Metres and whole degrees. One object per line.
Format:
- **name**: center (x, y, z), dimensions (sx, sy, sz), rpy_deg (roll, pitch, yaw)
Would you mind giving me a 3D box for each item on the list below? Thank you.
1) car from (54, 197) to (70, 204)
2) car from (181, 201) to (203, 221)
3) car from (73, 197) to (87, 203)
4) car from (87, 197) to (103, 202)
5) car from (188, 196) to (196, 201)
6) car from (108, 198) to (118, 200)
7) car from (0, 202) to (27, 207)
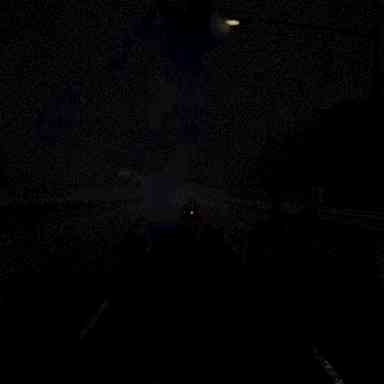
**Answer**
- **car**: center (-28.038, 1.878, 71.893), dimensions (1.812, 1.442, 4.674), rpy_deg (0, 0, 0)
- **car**: center (-0.016, 1.763, 29.697), dimensions (2.033, 1.411, 5.357), rpy_deg (0, -1, 0)
- **car**: center (-24.539, 1.890, 73.288), dimensions (2.033, 1.411, 5.357), rpy_deg (0, 0, 0)
- **car**: center (-21.039, 1.875, 73.290), dimensions (1.812, 1.442, 4.674), rpy_deg (0, 0, 0)
- **car**: center (-0.031, 1.955, 57.735), dimensions (1.837, 1.490, 4.892), rpy_deg (0, 0, 0)
- **car**: center (-17.539, 1.904, 73.292), dimensions (1.994, 1.385, 4.181), rpy_deg (0, 0, 0)
- **car**: center (-17.585, 1.735, 32.547), dimensions (2.128, 1.511, 4.902), rpy_deg (0, -1, 0)
